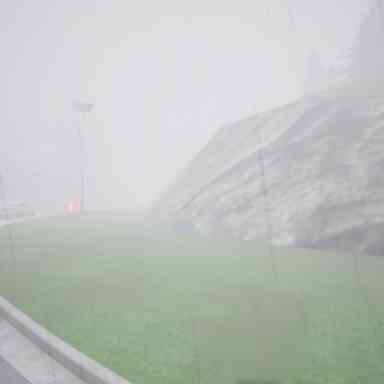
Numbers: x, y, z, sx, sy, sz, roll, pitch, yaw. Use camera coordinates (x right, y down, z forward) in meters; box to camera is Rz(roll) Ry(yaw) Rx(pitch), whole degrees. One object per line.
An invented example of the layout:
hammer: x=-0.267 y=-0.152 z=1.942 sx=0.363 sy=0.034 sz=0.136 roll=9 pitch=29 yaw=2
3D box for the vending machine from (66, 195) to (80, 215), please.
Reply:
vending machine: x=-12.647 y=1.401 z=35.364 sx=1.100 sy=2.100 sz=0.880 roll=0 pitch=0 yaw=4

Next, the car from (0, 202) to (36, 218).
car: x=-16.496 y=1.679 z=31.416 sx=1.812 sy=1.442 sz=4.674 roll=0 pitch=0 yaw=-3
